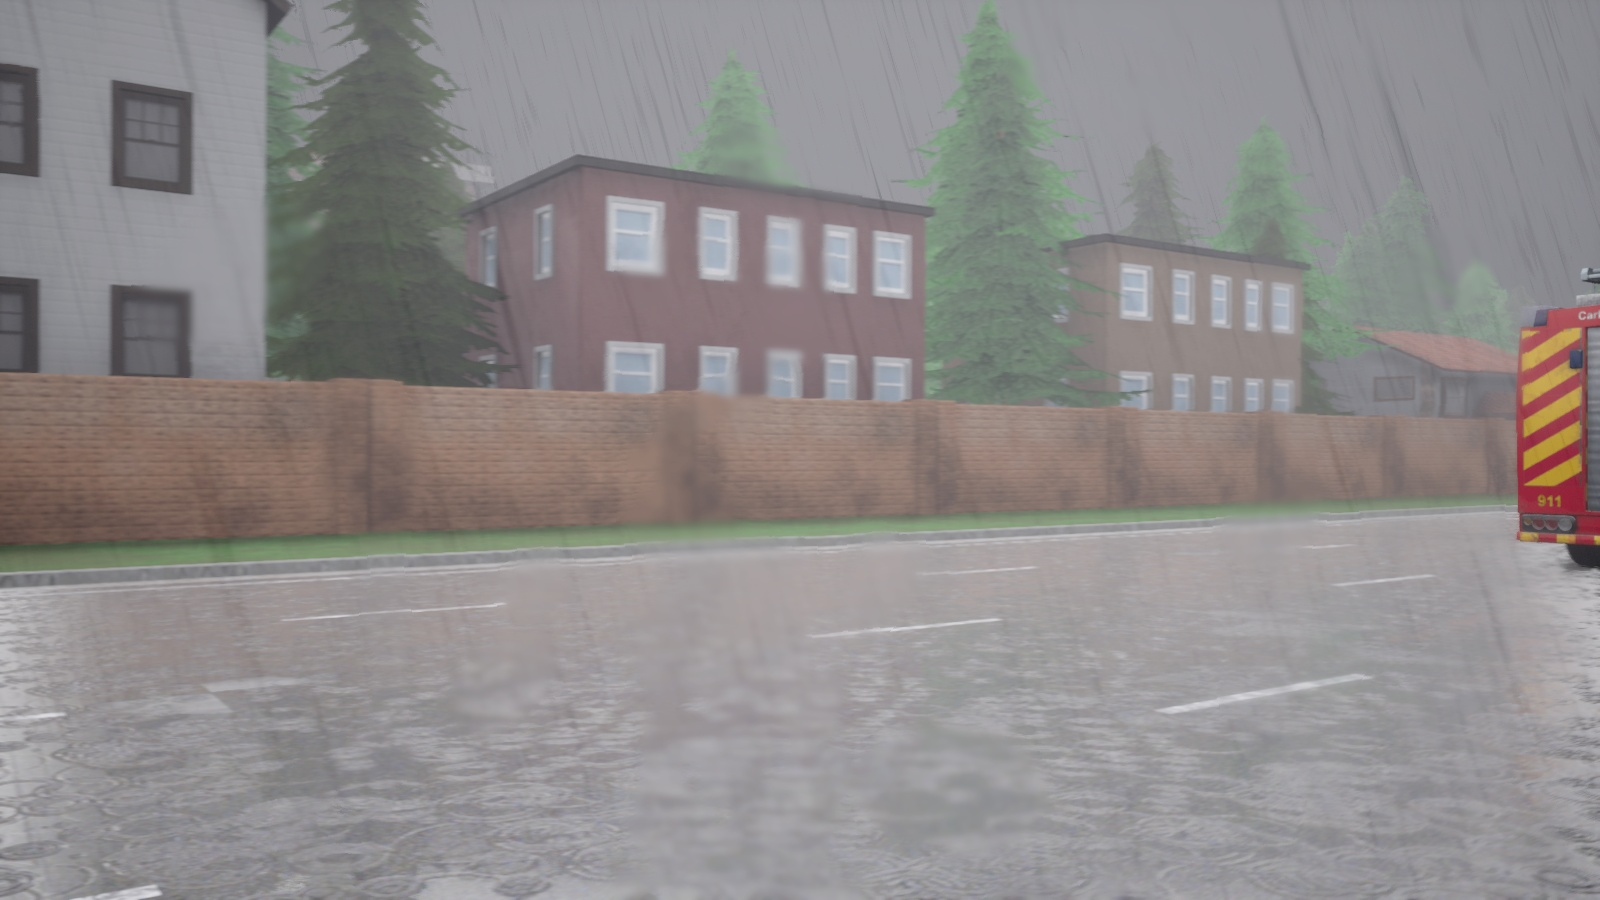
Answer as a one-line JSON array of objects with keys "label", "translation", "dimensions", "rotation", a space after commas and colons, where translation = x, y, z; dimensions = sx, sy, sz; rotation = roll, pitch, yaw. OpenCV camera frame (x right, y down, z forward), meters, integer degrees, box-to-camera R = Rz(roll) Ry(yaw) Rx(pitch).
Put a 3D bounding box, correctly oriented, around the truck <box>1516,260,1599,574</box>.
[{"label": "truck", "translation": [13.476, -0.405, 17.308], "dimensions": [8.468, 3.827, 2.891], "rotation": [0, 0, -35]}]
